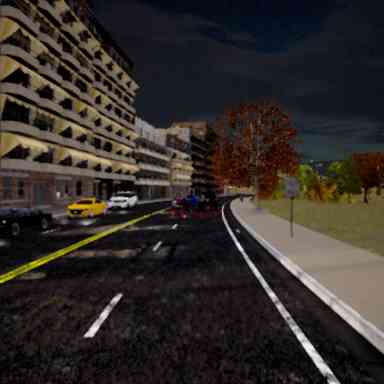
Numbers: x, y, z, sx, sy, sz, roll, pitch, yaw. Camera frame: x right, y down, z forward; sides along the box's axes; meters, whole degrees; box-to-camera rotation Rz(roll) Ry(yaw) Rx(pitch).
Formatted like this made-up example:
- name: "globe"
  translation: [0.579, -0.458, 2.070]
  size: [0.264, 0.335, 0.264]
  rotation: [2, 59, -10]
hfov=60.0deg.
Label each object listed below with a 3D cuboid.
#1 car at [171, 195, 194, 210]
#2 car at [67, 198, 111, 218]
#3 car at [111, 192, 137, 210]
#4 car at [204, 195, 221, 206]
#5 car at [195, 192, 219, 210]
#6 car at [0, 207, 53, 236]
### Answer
- name: "car"
  translation: [-1.312, 1.244, 39.174]
  size: [2.128, 1.511, 4.902]
  rotation: [0, 0, 6]
- name: "car"
  translation: [-8.749, 1.285, 28.006]
  size: [1.882, 1.535, 5.008]
  rotation: [0, 0, 4]
- name: "car"
  translation: [-7.896, 0.971, 38.541]
  size: [2.150, 2.045, 5.566]
  rotation: [0, 0, 5]
- name: "car"
  translation: [3.086, 1.205, 49.529]
  size: [2.128, 1.511, 4.902]
  rotation: [0, 0, 8]
- name: "car"
  translation: [1.930, 0.979, 38.937]
  size: [2.150, 2.045, 5.566]
  rotation: [0, 0, 6]
- name: "car"
  translation: [-9.379, 1.473, 17.725]
  size: [1.895, 1.301, 4.718]
  rotation: [0, 0, 3]
